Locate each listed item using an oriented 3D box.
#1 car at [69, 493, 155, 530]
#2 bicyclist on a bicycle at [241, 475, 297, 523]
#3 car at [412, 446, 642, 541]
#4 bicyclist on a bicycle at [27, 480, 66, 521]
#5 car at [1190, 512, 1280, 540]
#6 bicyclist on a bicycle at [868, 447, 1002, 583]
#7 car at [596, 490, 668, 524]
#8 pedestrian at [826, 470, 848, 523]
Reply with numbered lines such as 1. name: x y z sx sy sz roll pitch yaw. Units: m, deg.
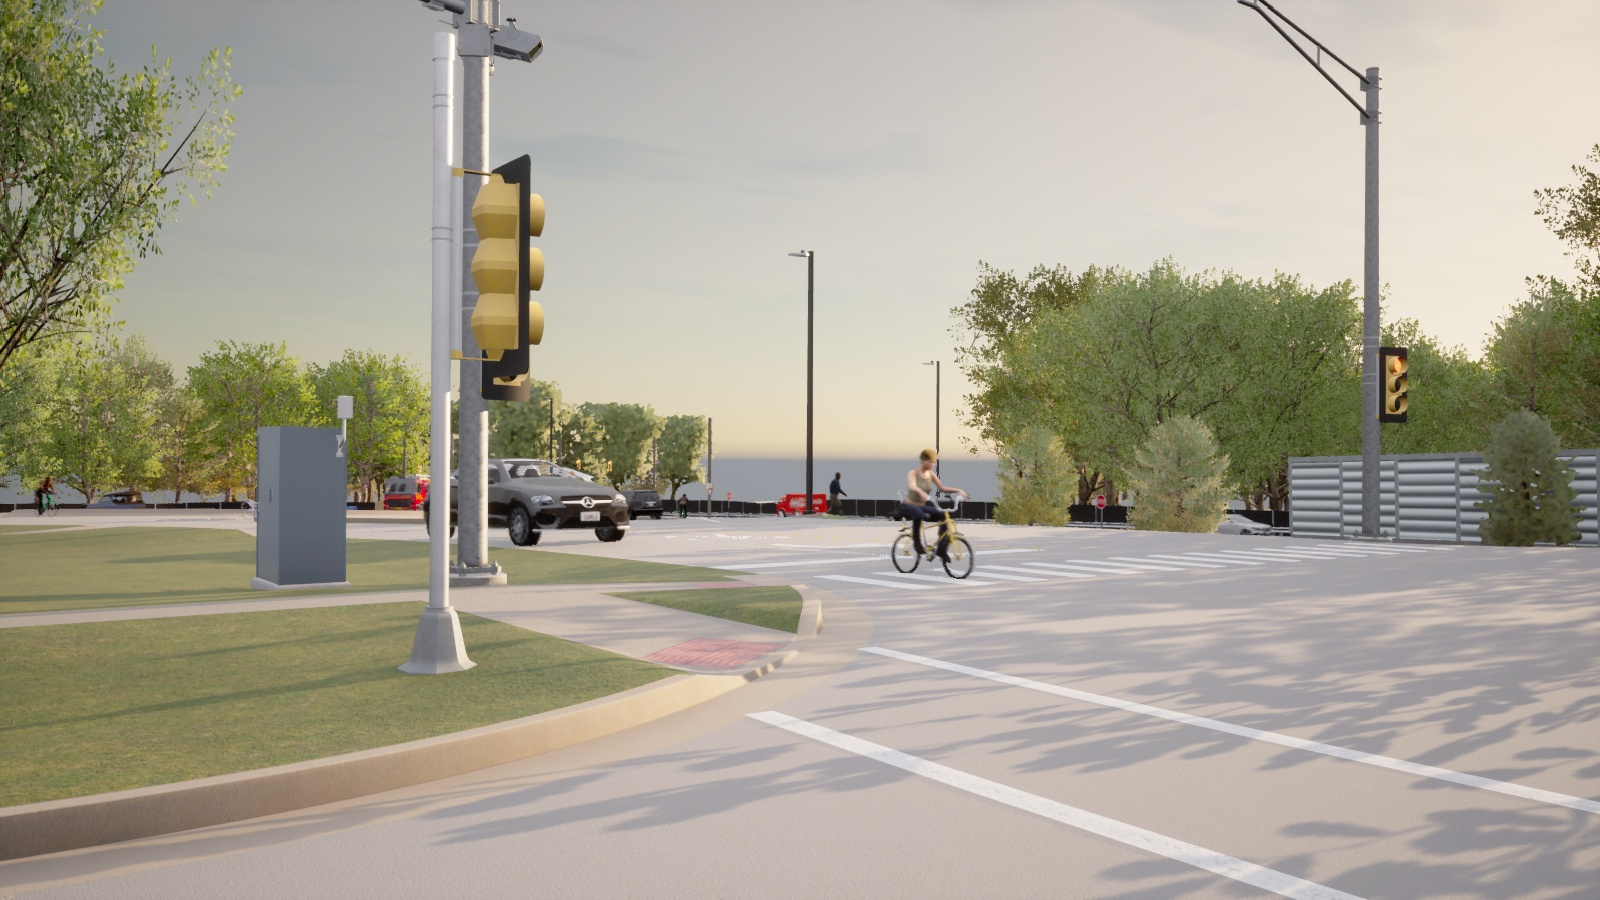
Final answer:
1. car: -39.976 3.553 73.001 1.905 1.878 3.866 -9 -5 31
2. bicyclist on a bicycle: -19.769 1.829 46.780 1.843 1.776 0.659 1 -1 -18
3. car: -5.423 0.836 24.473 2.152 1.651 5.027 0 -2 -42
4. bicyclist on a bicycle: -29.921 2.004 49.865 1.656 1.620 0.582 -2 -2 31
5. car: 24.429 4.234 70.685 1.812 1.442 4.674 0 -2 -33
6. bicyclist on a bicycle: 1.676 0.779 15.743 0.866 1.612 1.509 1 -1 -37
7. car: -10.695 3.573 79.508 2.150 2.045 5.566 0 -2 -35
8. pedestrian: 1.290 1.602 43.821 0.726 1.835 0.370 0 0 -8
